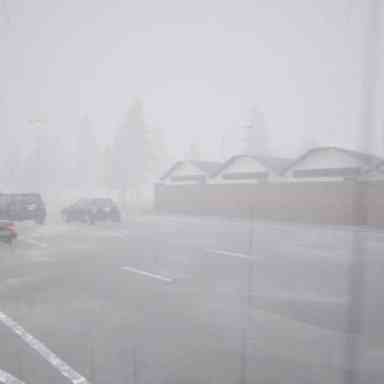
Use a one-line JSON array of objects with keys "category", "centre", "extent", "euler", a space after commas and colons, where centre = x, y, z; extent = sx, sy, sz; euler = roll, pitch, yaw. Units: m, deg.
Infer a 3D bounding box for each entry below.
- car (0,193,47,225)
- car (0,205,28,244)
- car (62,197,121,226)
[{"category": "car", "centre": [-11.238, 1.061, 21.175], "extent": [5.566, 2.045, 2.150], "euler": [0, 1, 45]}, {"category": "car", "centre": [-9.204, 1.459, 14.254], "extent": [5.357, 1.411, 2.033], "euler": [0, 1, 45]}, {"category": "car", "centre": [-6.603, 1.125, 21.518], "extent": [4.553, 1.767, 2.097], "euler": [0, 1, 45]}]
